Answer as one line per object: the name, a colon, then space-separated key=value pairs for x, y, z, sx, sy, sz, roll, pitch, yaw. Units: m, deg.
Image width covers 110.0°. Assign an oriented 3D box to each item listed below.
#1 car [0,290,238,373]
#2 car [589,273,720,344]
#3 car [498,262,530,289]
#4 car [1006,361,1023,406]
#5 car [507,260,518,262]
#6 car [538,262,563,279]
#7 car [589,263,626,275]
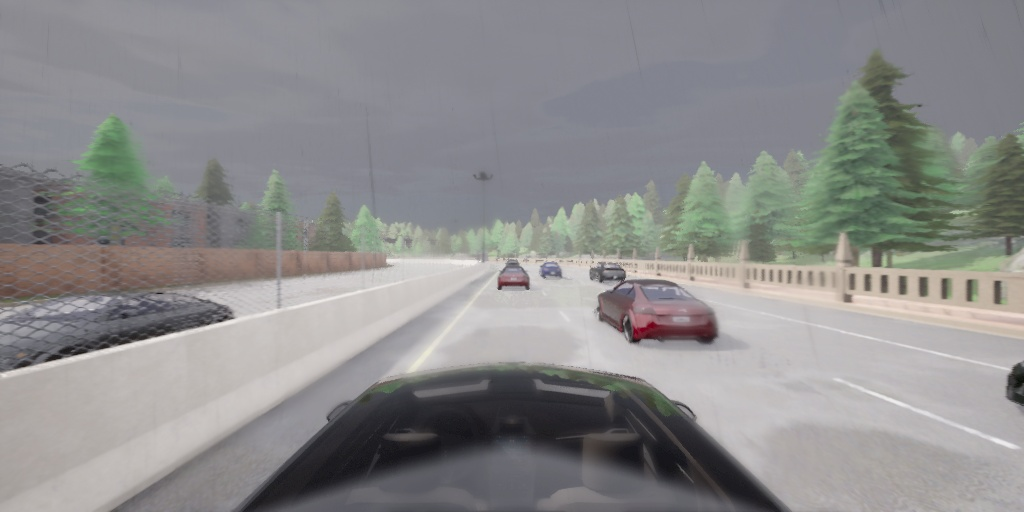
car: x=-7.067 y=1.317 z=6.240 sx=1.994 sy=1.385 sz=4.181 roll=0 pitch=0 yaw=0
car: x=3.602 y=1.320 z=9.627 sx=1.994 sy=1.385 sz=4.181 roll=0 pitch=0 yaw=0
car: x=0.103 y=1.329 z=23.327 sx=1.994 sy=1.385 sz=4.181 roll=0 pitch=0 yaw=0
car: x=7.100 y=1.315 z=2.613 sx=1.994 sy=1.385 sz=4.181 roll=0 pitch=0 yaw=0
car: x=0.047 y=1.288 z=48.493 sx=1.837 sy=1.490 sz=4.892 roll=0 pitch=0 yaw=-1
car: x=3.609 y=1.298 z=33.460 sx=1.812 sy=1.442 sz=4.674 roll=0 pitch=0 yaw=0
car: x=7.104 y=1.260 z=27.021 sx=2.128 sy=1.511 sz=4.902 roll=0 pitch=0 yaw=0
